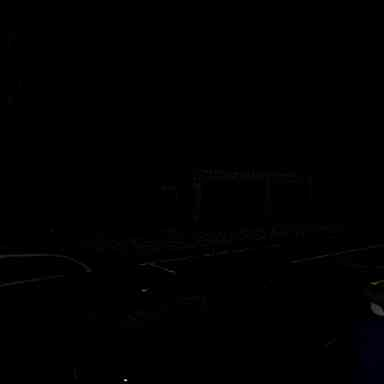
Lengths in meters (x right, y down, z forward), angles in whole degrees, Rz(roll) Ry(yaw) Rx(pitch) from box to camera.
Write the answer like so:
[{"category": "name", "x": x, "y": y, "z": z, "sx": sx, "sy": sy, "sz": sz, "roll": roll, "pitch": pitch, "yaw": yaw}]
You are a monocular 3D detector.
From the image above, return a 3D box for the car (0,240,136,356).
[{"category": "car", "x": -3.063, "y": 1.491, "z": 4.594, "sx": 4.902, "sy": 1.511, "sz": 2.128, "roll": 0, "pitch": 0, "yaw": -35}]

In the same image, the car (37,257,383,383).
[{"category": "car", "x": 0.953, "y": 1.526, "z": 3.838, "sx": 4.674, "sy": 1.442, "sz": 1.812, "roll": 0, "pitch": 0, "yaw": -35}]

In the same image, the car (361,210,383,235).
[{"category": "car", "x": 10.616, "y": 1.582, "z": 17.470, "sx": 4.206, "sy": 1.307, "sz": 1.802, "roll": 0, "pitch": 0, "yaw": -35}]
